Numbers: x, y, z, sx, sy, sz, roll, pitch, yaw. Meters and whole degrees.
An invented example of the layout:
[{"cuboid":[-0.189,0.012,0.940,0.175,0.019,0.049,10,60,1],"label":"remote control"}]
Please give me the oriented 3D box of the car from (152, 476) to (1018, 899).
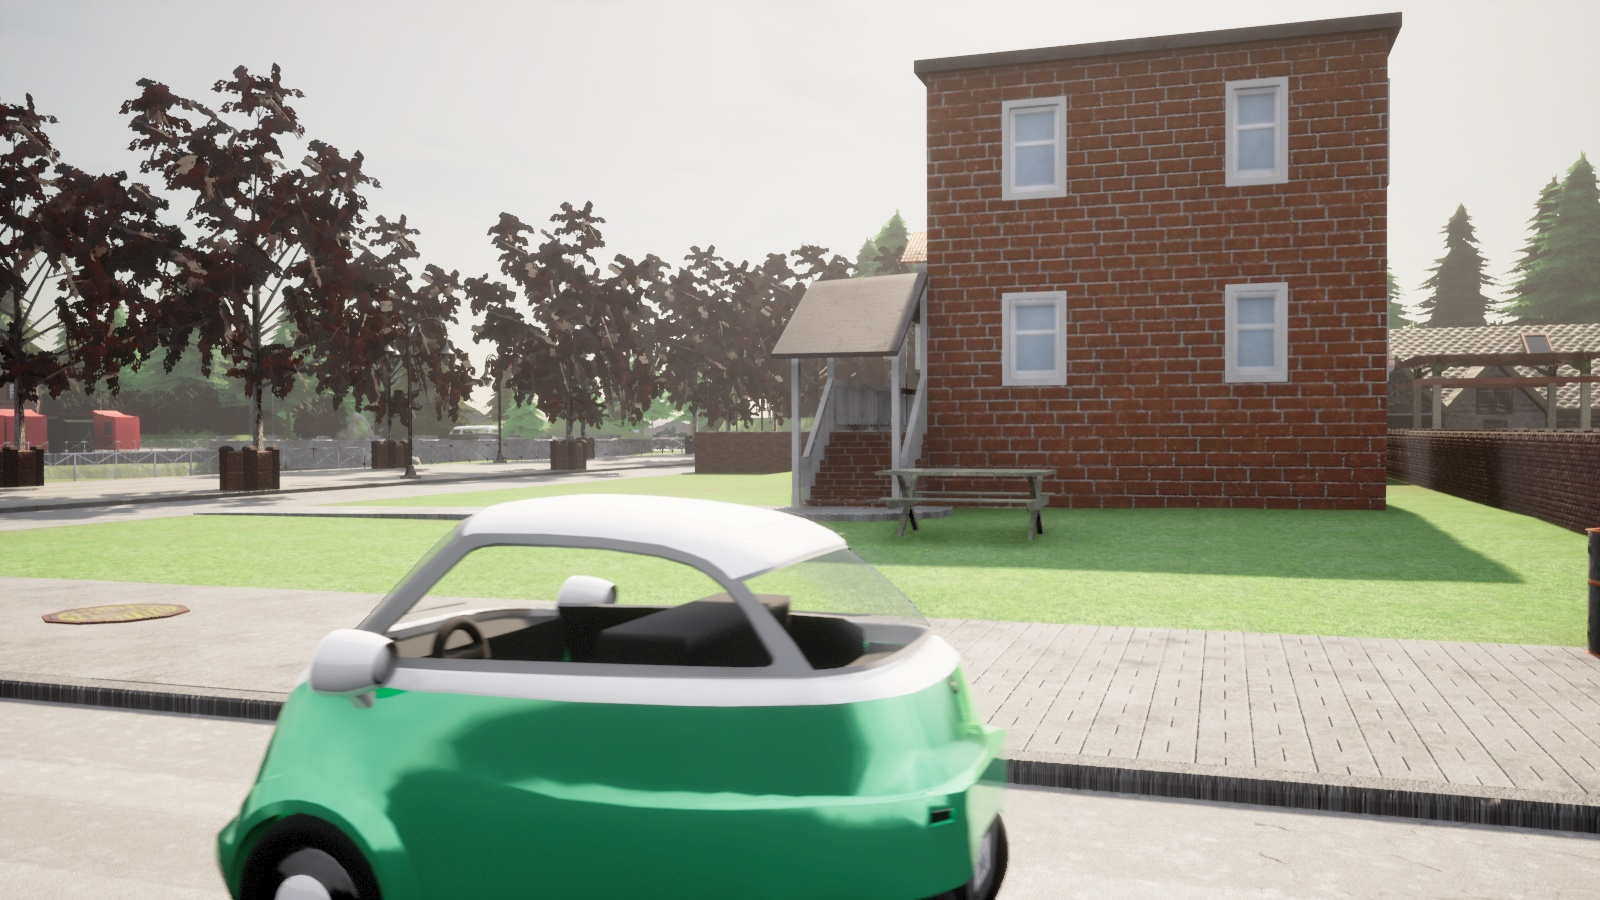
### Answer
[{"cuboid":[-0.552,0.817,3.905,2.207,1.376,1.481,1,1,19],"label":"car"}]
